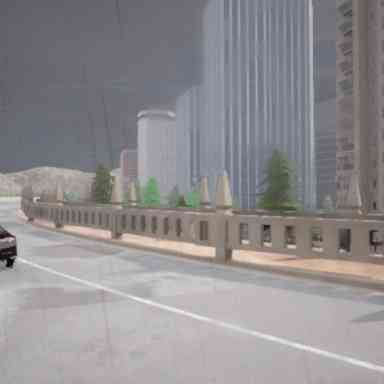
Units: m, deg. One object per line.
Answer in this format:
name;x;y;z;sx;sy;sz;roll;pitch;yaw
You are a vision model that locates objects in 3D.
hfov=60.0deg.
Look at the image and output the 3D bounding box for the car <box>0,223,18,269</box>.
car;-7.039;1.512;10.299;4.902;1.511;2.128;0;0;44
